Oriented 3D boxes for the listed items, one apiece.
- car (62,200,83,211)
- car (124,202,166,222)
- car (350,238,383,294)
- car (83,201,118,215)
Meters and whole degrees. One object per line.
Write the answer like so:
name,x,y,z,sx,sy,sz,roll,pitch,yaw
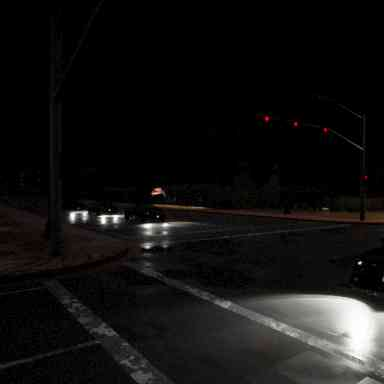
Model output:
car,-14.923,1.601,41.825,1.895,1.301,4.718,0,0,-35
car,-3.858,1.526,26.297,1.812,1.442,4.674,0,0,-36
car,5.551,1.564,7.692,4.181,1.385,1.994,0,0,-34
car,-9.087,1.564,33.615,1.994,1.385,4.181,0,0,-35
